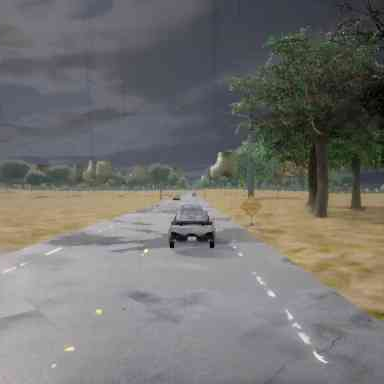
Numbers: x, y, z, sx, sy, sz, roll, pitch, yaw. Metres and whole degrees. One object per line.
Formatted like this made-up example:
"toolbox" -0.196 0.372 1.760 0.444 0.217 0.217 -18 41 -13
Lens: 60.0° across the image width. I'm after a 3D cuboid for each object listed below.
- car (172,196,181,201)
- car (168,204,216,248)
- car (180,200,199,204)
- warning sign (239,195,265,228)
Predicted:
"car" -3.501 1.569 76.721 1.895 1.301 4.718 0 0 0
"car" 0.000 1.502 14.654 2.128 1.511 4.902 0 0 0
"car" -0.001 1.630 29.687 1.895 1.301 4.718 0 0 0
"warning sign" 3.529 1.124 19.770 1.300 1.860 1.060 -1 -1 0
